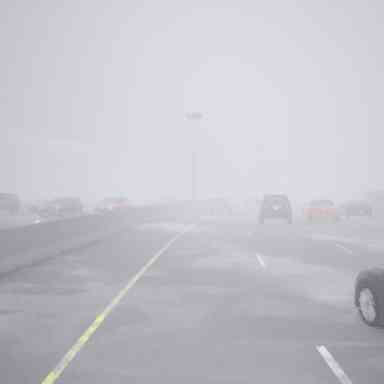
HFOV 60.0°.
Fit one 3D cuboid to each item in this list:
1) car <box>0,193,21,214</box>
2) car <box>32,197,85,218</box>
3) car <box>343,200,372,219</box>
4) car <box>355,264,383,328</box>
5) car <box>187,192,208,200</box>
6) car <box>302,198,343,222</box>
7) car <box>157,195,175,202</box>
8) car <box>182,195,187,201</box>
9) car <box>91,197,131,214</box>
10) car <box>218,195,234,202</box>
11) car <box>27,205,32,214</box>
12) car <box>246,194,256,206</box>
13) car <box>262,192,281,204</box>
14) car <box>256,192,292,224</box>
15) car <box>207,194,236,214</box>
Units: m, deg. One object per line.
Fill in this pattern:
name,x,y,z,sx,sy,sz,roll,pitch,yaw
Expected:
car,-18.001,1.080,30.041,2.150,2.045,5.566,0,0,11
car,-11.126,1.235,28.577,2.097,1.767,4.553,0,0,11
car,14.226,1.436,29.243,1.882,1.535,5.008,0,0,13
car,3.774,1.504,4.046,1.837,1.490,4.892,0,0,2
car,1.669,1.040,67.049,2.150,2.045,5.566,0,0,26
car,9.962,1.307,26.057,2.097,1.767,4.553,0,0,11
car,-5.286,1.315,68.678,2.033,1.411,5.357,0,0,24
car,-0.376,1.310,70.756,2.128,1.511,4.902,0,0,26
car,-7.246,1.242,30.154,2.097,1.767,4.553,0,0,12
car,7.148,1.327,70.094,1.812,1.442,4.674,0,0,26
car,-13.882,1.464,32.740,1.895,1.301,4.718,0,0,13
car,9.693,1.234,50.825,2.097,1.767,4.553,0,0,22
car,14.968,1.101,62.526,2.150,2.045,5.566,0,0,28
car,6.027,1.169,24.419,2.150,2.045,5.566,0,0,10
car,3.256,1.261,34.504,2.097,1.767,4.553,0,0,14
